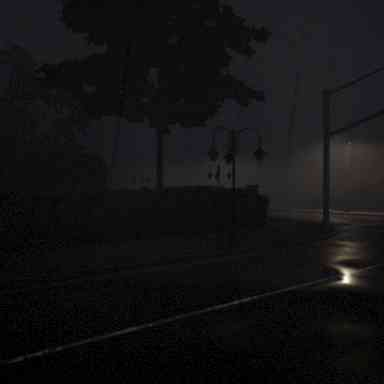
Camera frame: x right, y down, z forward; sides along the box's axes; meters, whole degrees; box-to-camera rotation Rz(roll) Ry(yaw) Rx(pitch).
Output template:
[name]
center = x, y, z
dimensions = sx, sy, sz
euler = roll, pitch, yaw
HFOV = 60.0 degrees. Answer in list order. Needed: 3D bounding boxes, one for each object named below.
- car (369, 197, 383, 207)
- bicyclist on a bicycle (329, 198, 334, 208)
[car]
center = 28.359, 1.402, 48.425
dimensions = 2.242, 1.667, 4.611
euler = 0, 0, -35
[bicyclist on a bicycle]
center = 20.782, 1.526, 50.068
dimensions = 1.656, 1.620, 0.582
euler = -6, -7, -37
